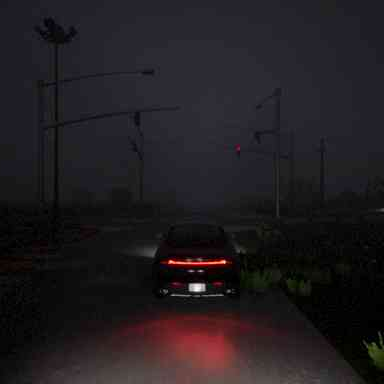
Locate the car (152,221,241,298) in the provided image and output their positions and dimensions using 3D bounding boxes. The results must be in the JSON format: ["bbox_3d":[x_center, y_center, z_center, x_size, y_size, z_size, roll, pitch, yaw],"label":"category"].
[{"bbox_3d":[0.093,1.505,8.522,1.837,1.490,4.892,0,0,0],"label":"car"}]
